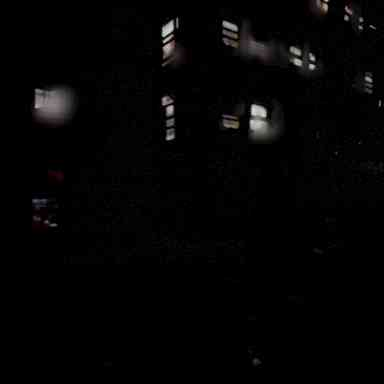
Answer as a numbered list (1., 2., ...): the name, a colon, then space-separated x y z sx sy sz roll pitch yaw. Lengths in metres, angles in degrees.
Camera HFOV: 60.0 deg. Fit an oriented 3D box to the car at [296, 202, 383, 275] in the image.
1. car: 5.447 1.264 10.447 5.009 1.841 2.192 0 0 -36
